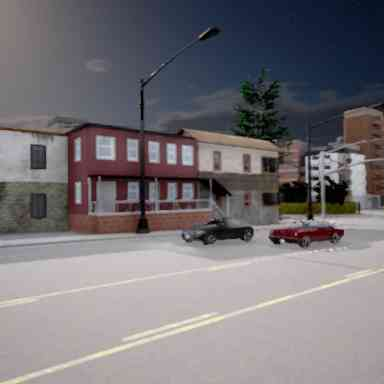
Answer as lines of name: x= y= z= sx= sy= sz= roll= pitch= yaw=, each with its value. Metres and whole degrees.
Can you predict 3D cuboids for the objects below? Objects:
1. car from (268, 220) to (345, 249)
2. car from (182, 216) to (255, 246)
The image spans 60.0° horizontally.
car: x=6.237 y=2.206 z=17.983 sx=4.718 sy=1.301 sz=1.895 roll=2 pitch=-3 yaw=-39
car: x=1.582 y=2.119 z=18.738 sx=4.674 sy=1.442 sz=1.812 roll=2 pitch=-3 yaw=-39
